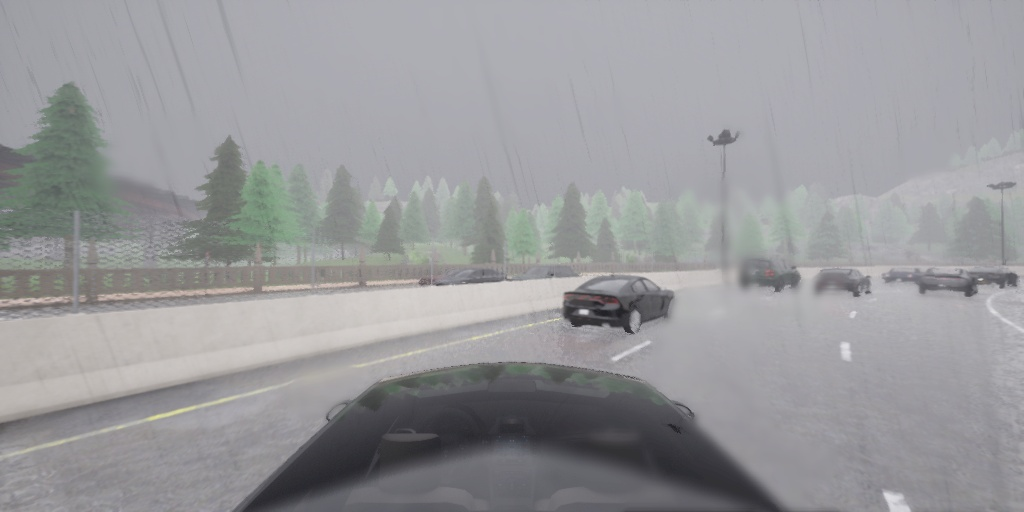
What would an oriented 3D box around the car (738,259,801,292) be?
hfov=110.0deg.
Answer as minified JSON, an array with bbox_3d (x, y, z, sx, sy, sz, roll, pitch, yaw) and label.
[{"bbox_3d":[16.865,1.200,23.437,5.566,2.045,2.150,0,-1,-37],"label":"car"}]

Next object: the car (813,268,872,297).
[{"bbox_3d":[18.978,1.456,20.578,4.892,1.490,1.837,1,-1,-37],"label":"car"}]

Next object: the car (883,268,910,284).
[{"bbox_3d":[31.912,1.647,28.762,4.718,1.301,1.895,0,-1,-28],"label":"car"}]

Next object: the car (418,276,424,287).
[{"bbox_3d":[-3.865,1.562,24.029,1.895,1.301,4.718,-1,-1,45],"label":"car"}]

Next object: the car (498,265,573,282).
[{"bbox_3d":[1.742,1.278,19.696,4.553,1.767,2.097,1,-1,-44],"label":"car"}]

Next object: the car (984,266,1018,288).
[{"bbox_3d":[35.476,1.507,26.611,5.008,1.535,1.882,0,0,-27],"label":"car"}]

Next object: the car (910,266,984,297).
[{"bbox_3d":[25.024,1.450,20.579,4.902,1.511,2.128,1,-1,-35],"label":"car"}]

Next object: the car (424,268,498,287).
[{"bbox_3d":[-2.293,1.435,20.587,1.837,1.490,4.892,-1,-1,44],"label":"car"}]

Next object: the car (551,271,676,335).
[{"bbox_3d":[3.501,1.323,11.148,1.882,1.535,5.008,-1,-1,42],"label":"car"}]
